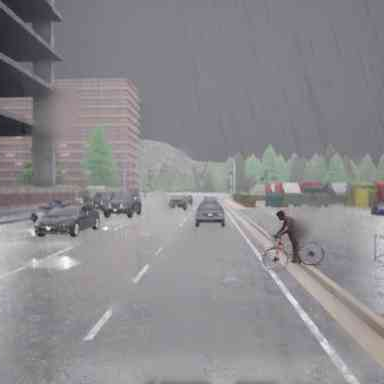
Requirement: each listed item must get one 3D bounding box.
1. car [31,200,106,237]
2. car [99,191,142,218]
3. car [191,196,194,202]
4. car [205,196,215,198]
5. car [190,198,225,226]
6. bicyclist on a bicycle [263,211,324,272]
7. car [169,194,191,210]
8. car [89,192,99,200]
[{"bbox_3d":[-6.263,1.365,17.226,1.837,1.490,4.892,0,0,3],"label":"car"},{"bbox_3d":[-5.675,1.001,27.899,2.150,2.045,5.566,0,0,3],"label":"car"},{"bbox_3d":[-0.820,1.108,49.801,2.128,1.511,4.902,0,0,3],"label":"car"},{"bbox_3d":[2.450,1.219,45.397,1.994,1.385,4.181,0,0,3],"label":"car"},{"bbox_3d":[1.192,1.381,21.891,2.033,1.411,5.357,0,0,3],"label":"car"},{"bbox_3d":[2.682,1.300,9.023,1.656,1.620,0.582,-9,0,3],"label":"bicyclist on a bicycle"},{"bbox_3d":[-1.497,1.219,37.148,1.837,1.490,4.892,0,0,3],"label":"car"},{"bbox_3d":[-8.823,0.951,34.025,2.150,2.045,5.566,0,0,3],"label":"car"}]
